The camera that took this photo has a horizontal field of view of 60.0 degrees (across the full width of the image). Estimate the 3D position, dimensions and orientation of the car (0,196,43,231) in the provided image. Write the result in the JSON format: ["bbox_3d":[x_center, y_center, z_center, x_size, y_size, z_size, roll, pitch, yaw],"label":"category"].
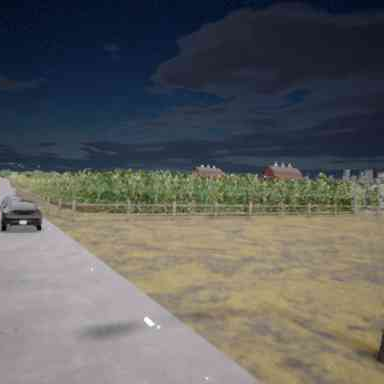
[{"bbox_3d":[-9.391,1.200,18.338,1.837,1.490,4.892,2,0,-29],"label":"car"}]
